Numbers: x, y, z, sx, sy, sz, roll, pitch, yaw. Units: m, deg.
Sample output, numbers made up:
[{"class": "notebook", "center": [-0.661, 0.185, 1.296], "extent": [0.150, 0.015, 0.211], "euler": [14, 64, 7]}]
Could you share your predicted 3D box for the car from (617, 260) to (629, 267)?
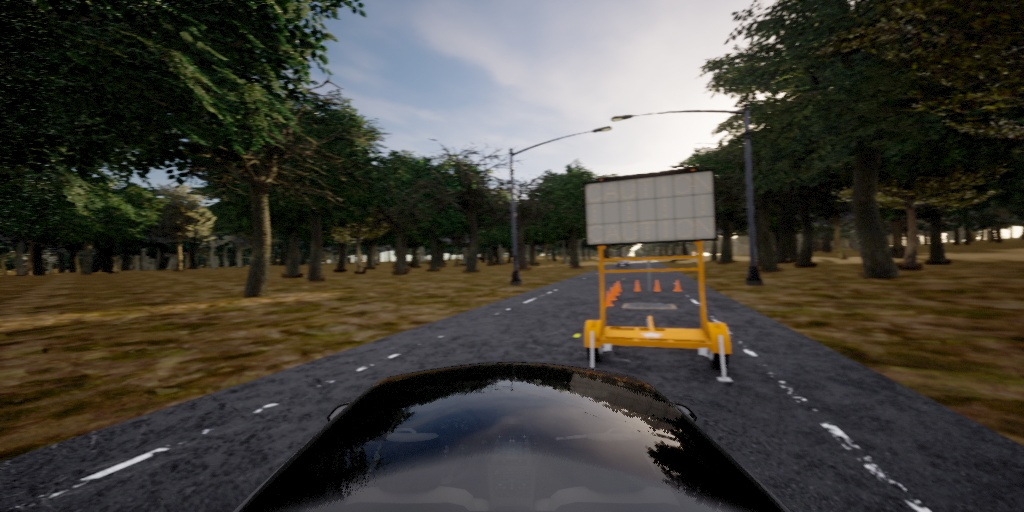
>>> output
[{"class": "car", "center": [19.272, 1.119, 62.256], "extent": [2.128, 1.511, 4.902], "euler": [-2, -1, 20]}]

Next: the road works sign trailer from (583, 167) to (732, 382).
[{"class": "road works sign trailer", "center": [2.797, 0.160, 7.145], "extent": [2.380, 3.560, 2.880], "euler": [0, 0, 20]}]
